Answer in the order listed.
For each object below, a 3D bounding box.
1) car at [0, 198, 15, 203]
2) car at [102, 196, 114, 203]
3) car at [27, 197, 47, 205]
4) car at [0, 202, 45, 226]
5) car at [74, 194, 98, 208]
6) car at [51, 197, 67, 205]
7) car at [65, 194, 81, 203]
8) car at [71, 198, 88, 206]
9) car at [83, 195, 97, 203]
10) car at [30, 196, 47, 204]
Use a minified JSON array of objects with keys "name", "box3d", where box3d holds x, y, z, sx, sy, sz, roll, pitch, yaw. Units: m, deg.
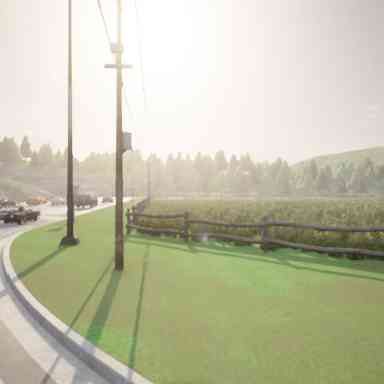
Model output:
[{"name":"car","box3d":[-29.784,1.605,52.864,1.812,1.442,4.674,0,0,-6]},{"name":"car","box3d":[-17.670,1.585,70.047,1.837,1.490,4.892,0,0,-6]},{"name":"car","box3d":[-26.761,1.558,57.392,1.882,1.535,5.008,0,0,-6]},{"name":"car","box3d":[-12.487,1.635,23.736,1.895,1.301,4.718,0,0,-6]},{"name":"car","box3d":[-15.223,1.284,48.548,2.150,2.045,5.566,0,0,-6]},{"name":"car","box3d":[-23.521,1.604,59.030,1.812,1.442,4.674,0,0,-6]},{"name":"car","box3d":[-24.604,1.277,68.850,2.097,1.767,4.553,0,0,-6]},{"name":"car","box3d":[-20.035,1.677,59.350,1.895,1.301,4.718,0,0,-6]},{"name":"car","box3d":[-21.128,1.419,69.263,1.837,1.490,4.892,0,0,-6]},{"name":"car","box3d":[-31.641,1.649,68.863,1.994,1.385,4.181,0,0,-6]}]
